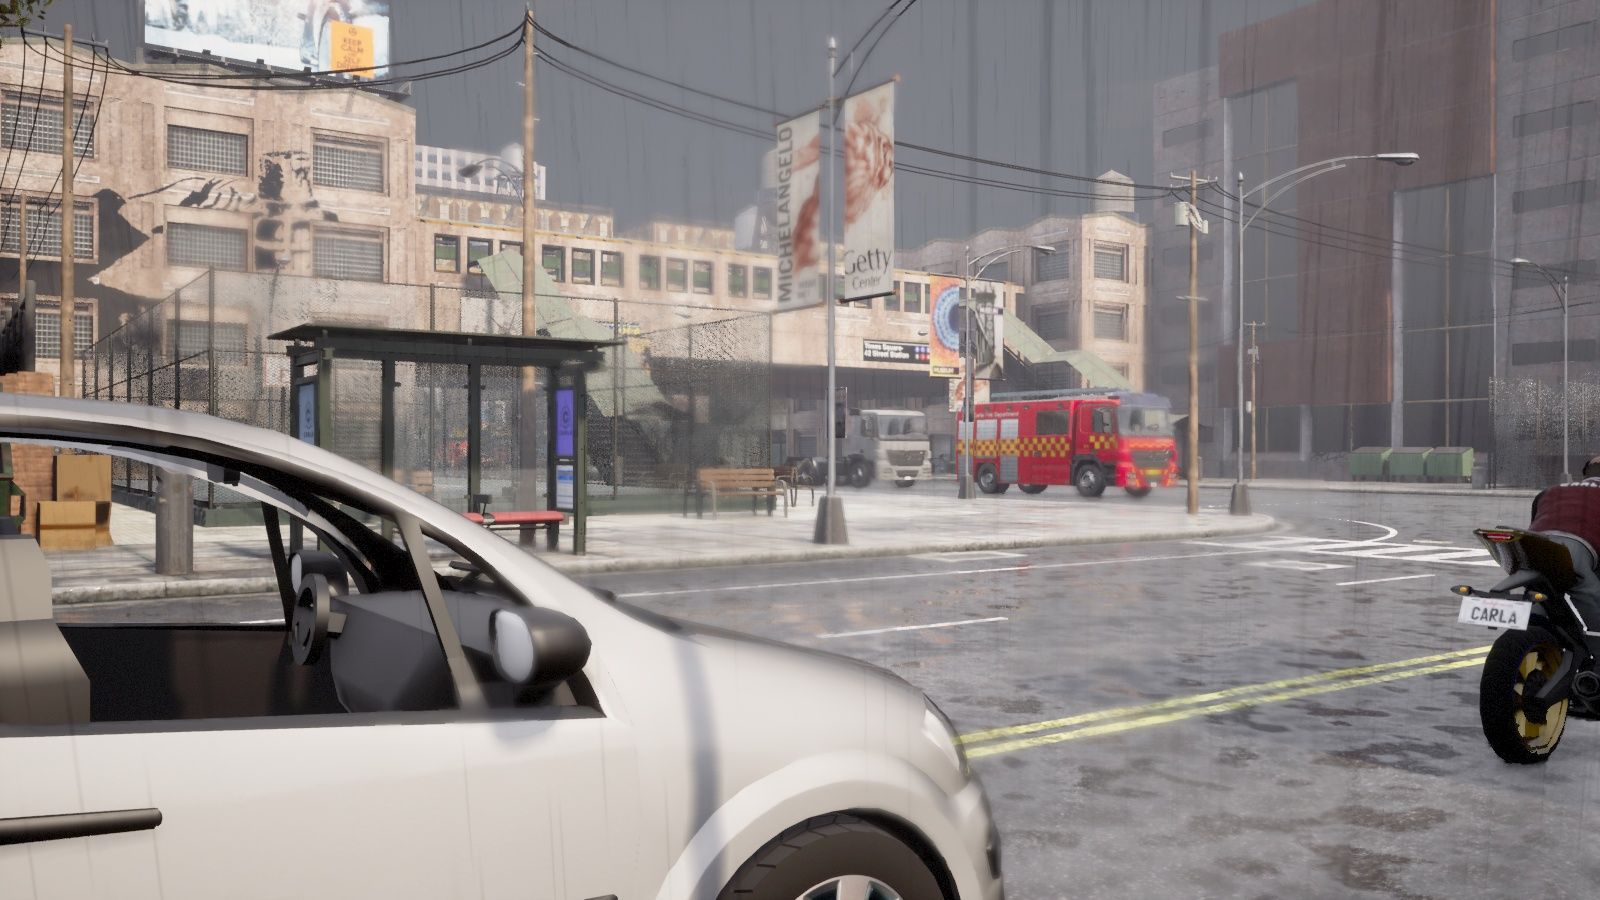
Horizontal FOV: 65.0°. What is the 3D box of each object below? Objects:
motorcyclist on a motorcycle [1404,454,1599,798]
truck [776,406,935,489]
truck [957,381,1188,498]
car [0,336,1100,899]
[{"bbox_3d":[4.185,0.787,6.582,2.191,1.530,0.866,0,0,-35],"label":"motorcyclist on a motorcycle"},{"bbox_3d":[2.312,-0.107,55.987,2.891,3.462,7.936,0,0,-34],"label":"truck"},{"bbox_3d":[9.601,-0.329,45.341,2.891,3.827,8.468,0,0,-34],"label":"truck"},{"bbox_3d":[-1.441,0.653,2.657,3.988,1.617,1.851,0,0,-35],"label":"car"}]
